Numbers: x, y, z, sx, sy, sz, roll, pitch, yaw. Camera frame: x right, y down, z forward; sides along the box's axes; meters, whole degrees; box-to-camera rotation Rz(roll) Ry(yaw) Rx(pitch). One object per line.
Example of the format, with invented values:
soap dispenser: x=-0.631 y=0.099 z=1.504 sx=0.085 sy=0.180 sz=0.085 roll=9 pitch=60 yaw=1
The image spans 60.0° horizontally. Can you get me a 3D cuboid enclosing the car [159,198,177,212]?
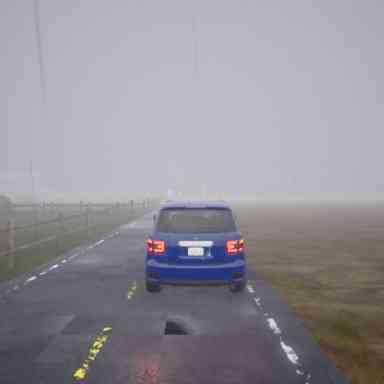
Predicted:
car: x=-2.841 y=1.508 z=40.342 sx=1.882 sy=1.535 sz=5.008 roll=0 pitch=0 yaw=0

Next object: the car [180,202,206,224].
car: x=0.067 y=1.541 z=26.162 sx=1.812 sy=1.442 sz=4.674 roll=0 pitch=0 yaw=0

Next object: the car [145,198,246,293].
car: x=0.078 y=1.225 z=9.021 sx=2.150 sy=2.045 sz=5.566 roll=0 pitch=0 yaw=0
